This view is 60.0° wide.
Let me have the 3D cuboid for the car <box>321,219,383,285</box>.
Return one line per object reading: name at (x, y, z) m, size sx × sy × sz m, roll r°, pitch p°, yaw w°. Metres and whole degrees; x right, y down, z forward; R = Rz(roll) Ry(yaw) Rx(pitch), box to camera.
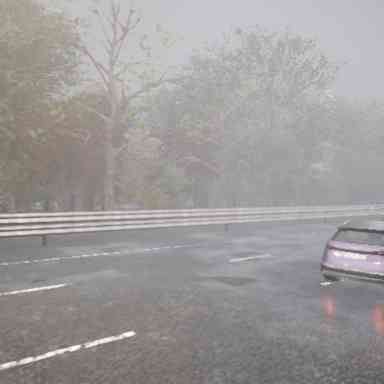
car at (5.222, 1.558, 9.159) m, size 2.033 × 1.649 × 4.856 m, roll 0°, pitch -1°, yaw 43°
